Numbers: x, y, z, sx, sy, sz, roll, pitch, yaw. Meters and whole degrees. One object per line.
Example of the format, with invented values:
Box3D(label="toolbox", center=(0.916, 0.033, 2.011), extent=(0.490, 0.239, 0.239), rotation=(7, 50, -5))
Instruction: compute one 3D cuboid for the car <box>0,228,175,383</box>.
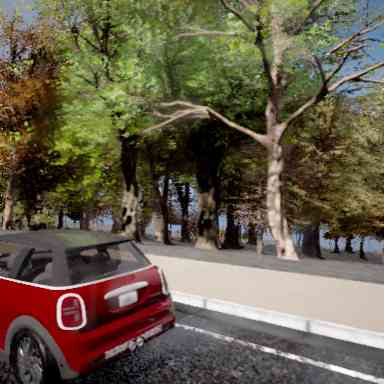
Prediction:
Box3D(label="car", center=(-2.547, 1.417, 5.501), extent=(4.553, 1.767, 2.097), rotation=(-1, -1, 35))
